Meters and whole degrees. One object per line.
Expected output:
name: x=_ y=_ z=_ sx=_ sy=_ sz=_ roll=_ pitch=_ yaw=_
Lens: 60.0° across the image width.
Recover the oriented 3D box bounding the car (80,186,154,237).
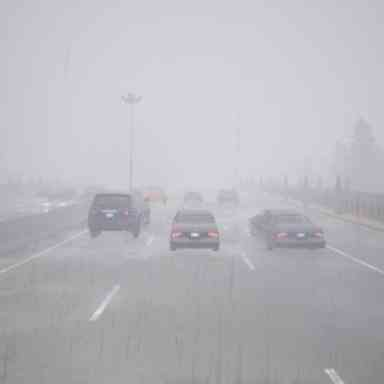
car: x=-3.407 y=0.914 z=16.414 sx=2.150 sy=2.045 sz=5.566 roll=0 pitch=3 yaw=0

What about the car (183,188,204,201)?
car: x=0.086 y=0.269 z=34.193 sx=1.812 sy=1.442 sz=4.674 roll=0 pitch=3 yaw=0

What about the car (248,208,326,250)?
car: x=3.594 y=1.370 z=13.477 sx=2.033 sy=1.411 sz=5.357 roll=0 pitch=2 yaw=0

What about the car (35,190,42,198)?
car: x=-17.607 y=-0.039 z=41.342 sx=1.895 sy=1.301 sz=4.718 roll=0 pitch=3 yaw=0

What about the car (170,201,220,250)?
car: x=0.094 y=1.369 z=13.498 sx=2.033 sy=1.411 sz=5.357 roll=0 pitch=2 yaw=0

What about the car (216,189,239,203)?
car: x=3.586 y=0.325 z=33.848 sx=1.994 sy=1.385 sz=4.181 roll=0 pitch=3 yaw=0

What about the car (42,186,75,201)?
car: x=-14.110 y=0.103 z=36.393 sx=1.882 sy=1.535 sz=5.008 roll=0 pitch=3 yaw=0

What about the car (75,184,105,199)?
car: x=-10.609 y=-0.017 z=36.288 sx=2.097 sy=1.767 sz=4.553 roll=0 pitch=3 yaw=0

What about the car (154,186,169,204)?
car: x=-3.414 y=0.167 z=32.837 sx=2.097 sy=1.767 sz=4.553 roll=0 pitch=3 yaw=0
